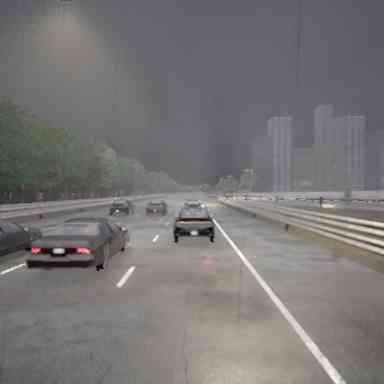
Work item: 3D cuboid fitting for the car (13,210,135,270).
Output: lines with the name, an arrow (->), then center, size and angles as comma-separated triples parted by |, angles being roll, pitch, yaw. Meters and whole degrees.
car -> -3.401, 1.553, 10.993 | 2.033, 1.411, 5.357 | 0, 0, 0

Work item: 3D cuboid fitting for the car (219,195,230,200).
car -> 8.281, 1.409, 84.693 | 1.994, 1.385, 4.181 | 0, 0, -11

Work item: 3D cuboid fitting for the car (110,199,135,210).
car -> -6.909, 1.512, 33.286 | 1.837, 1.490, 4.892 | 0, 0, 0

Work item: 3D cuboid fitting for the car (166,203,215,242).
car -> 0.095, 1.499, 16.294 | 2.128, 1.511, 4.902 | 0, 0, 0

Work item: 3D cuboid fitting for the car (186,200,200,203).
car -> 0.091, 1.532, 34.325 | 1.812, 1.442, 4.674 | 0, 0, 0

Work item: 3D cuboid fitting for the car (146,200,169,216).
car -> -3.409, 1.498, 33.138 | 2.128, 1.511, 4.902 | 0, 0, 0

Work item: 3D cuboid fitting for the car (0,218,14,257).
car -> -6.901, 1.553, 10.956 | 2.033, 1.411, 5.357 | 0, 0, 0
